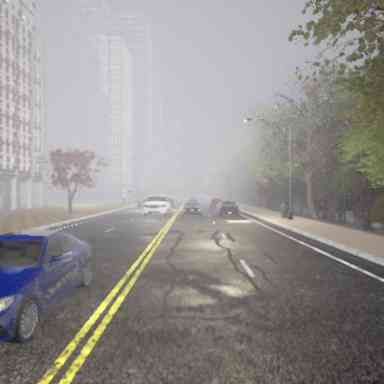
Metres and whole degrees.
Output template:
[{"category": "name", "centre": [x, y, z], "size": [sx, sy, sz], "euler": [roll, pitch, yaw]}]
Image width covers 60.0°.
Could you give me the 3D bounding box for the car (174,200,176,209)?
[{"category": "car", "centre": [-3.245, 1.578, 46.589], "size": [1.837, 1.490, 4.892], "euler": [0, 0, 0]}]

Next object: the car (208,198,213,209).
[{"category": "car", "centre": [3.299, 1.506, 45.028], "size": [1.882, 1.535, 5.008], "euler": [0, 0, 1]}]

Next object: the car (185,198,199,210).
[{"category": "car", "centre": [0.046, 1.554, 44.672], "size": [1.812, 1.442, 4.674], "euler": [0, 0, 1]}]

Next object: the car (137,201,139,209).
[{"category": "car", "centre": [-6.495, 1.540, 46.590], "size": [2.128, 1.511, 4.902], "euler": [0, 0, 0]}]

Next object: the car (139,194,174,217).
[{"category": "car", "centre": [-3.280, 1.242, 31.714], "size": [2.150, 2.045, 5.566], "euler": [0, 0, 1]}]

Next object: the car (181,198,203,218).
[{"category": "car", "centre": [0.005, 1.565, 30.339], "size": [2.033, 1.411, 5.357], "euler": [0, 0, 0]}]

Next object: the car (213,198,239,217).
[{"category": "car", "centre": [3.261, 1.523, 30.956], "size": [1.837, 1.490, 4.892], "euler": [0, 0, 0]}]

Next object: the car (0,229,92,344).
[{"category": "car", "centre": [-3.341, 1.529, 6.532], "size": [1.812, 1.442, 4.674], "euler": [0, 0, 0]}]
